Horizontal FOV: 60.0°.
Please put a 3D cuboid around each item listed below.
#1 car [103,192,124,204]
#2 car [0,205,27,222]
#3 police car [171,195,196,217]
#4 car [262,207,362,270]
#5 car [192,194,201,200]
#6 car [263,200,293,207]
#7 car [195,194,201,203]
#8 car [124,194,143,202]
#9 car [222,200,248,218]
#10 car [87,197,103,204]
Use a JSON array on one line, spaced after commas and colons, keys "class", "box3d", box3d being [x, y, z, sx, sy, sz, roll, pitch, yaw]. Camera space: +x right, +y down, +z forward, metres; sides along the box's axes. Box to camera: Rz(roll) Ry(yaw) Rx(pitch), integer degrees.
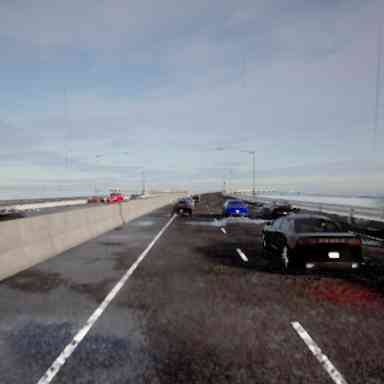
[{"class": "car", "box3d": [-13.396, 1.102, 58.451, 2.150, 2.045, 5.566, 0, 0, 2]}, {"class": "car", "box3d": [-10.533, 1.461, 17.371, 2.128, 1.511, 4.902, 0, 0, 0]}, {"class": "police car", "box3d": [-0.873, 1.372, 30.633, 1.930, 1.638, 5.238, 0, 0, 1]}, {"class": "car", "box3d": [3.630, 1.460, 10.952, 1.882, 1.535, 5.008, 0, 0, 0]}, {"class": "car", "box3d": [1.232, 1.158, 82.314, 2.128, 1.511, 4.902, 0, 0, 2]}, {"class": "car", "box3d": [7.257, 1.443, 28.298, 2.128, 1.511, 4.902, 0, 0, 1]}, {"class": "car", "box3d": [0.774, 1.355, 65.172, 2.128, 1.511, 4.902, 0, 0, 1]}, {"class": "car", "box3d": [-9.900, 1.233, 58.603, 2.097, 1.767, 4.553, 0, 0, 2]}, {"class": "car", "box3d": [3.775, 1.426, 29.875, 1.882, 1.535, 5.008, 0, 0, 1]}, {"class": "car", "box3d": [-16.889, 1.482, 58.512, 1.895, 1.301, 4.718, 0, 0, 2]}]
